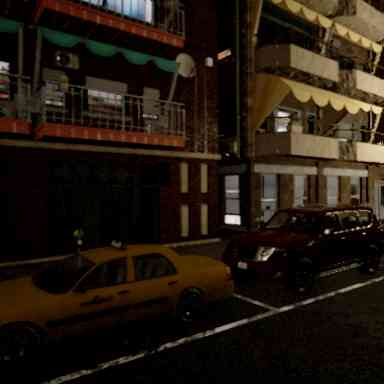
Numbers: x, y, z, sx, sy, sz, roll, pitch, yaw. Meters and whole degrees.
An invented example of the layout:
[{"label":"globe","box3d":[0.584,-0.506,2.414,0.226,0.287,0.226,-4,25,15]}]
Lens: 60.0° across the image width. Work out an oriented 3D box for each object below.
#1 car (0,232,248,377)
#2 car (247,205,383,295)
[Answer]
[{"label":"car","box3d":[-1.469,1.522,5.520,4.829,1.417,1.752,0,0,-36]},{"label":"car","box3d":[3.162,1.301,8.835,5.009,1.841,2.192,0,0,-36]}]
